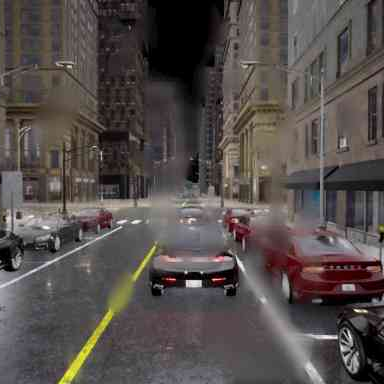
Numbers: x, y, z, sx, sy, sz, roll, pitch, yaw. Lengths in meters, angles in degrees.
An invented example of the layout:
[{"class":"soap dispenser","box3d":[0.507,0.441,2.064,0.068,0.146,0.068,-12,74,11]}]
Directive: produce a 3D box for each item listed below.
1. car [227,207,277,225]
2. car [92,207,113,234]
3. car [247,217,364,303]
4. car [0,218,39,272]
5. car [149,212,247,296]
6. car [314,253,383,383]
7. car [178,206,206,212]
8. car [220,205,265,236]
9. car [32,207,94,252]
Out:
[{"class":"car","box3d":[2.748,1.543,13.580,1.887,1.381,4.507,-1,0,0]},{"class":"car","box3d":[-5.780,1.542,19.082,1.887,1.381,4.507,-1,0,0]},{"class":"car","box3d":[2.750,1.543,8.075,1.887,1.381,4.507,-1,0,0]},{"class":"car","box3d":[-5.775,1.565,8.071,1.947,1.339,4.313,-1,0,0]},{"class":"car","box3d":[0.050,1.490,8.603,2.128,1.511,4.902,0,0,0]},{"class":"car","box3d":[2.753,1.565,2.570,1.947,1.339,4.313,-1,0,0]},{"class":"car","box3d":[-0.006,1.503,17.707,1.837,1.490,4.892,0,0,0]},{"class":"car","box3d":[2.745,1.542,19.086,1.887,1.381,4.507,-1,0,0]},{"class":"car","box3d":[-5.777,1.549,13.576,2.008,1.369,4.403,-1,0,0]}]
